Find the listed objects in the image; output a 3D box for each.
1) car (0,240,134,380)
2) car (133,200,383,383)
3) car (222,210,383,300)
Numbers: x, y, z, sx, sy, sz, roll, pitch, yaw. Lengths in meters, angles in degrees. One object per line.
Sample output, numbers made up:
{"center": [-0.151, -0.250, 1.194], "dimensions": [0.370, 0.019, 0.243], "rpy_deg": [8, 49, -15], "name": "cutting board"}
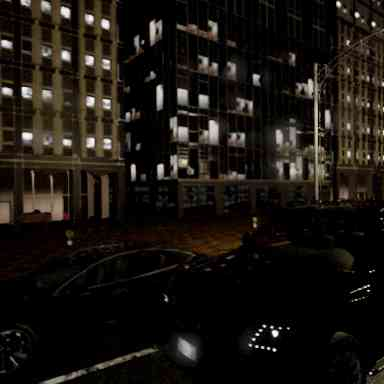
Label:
{"center": [-1.497, 1.552, 5.499], "dimensions": [4.313, 1.339, 1.947], "rpy_deg": [-1, 0, -35], "name": "car"}
{"center": [2.195, 1.186, 4.920], "dimensions": [5.566, 2.045, 2.150], "rpy_deg": [-1, 0, -35], "name": "car"}
{"center": [3.001, 1.384, 8.709], "dimensions": [4.097, 1.590, 1.967], "rpy_deg": [-1, 0, -36], "name": "car"}
